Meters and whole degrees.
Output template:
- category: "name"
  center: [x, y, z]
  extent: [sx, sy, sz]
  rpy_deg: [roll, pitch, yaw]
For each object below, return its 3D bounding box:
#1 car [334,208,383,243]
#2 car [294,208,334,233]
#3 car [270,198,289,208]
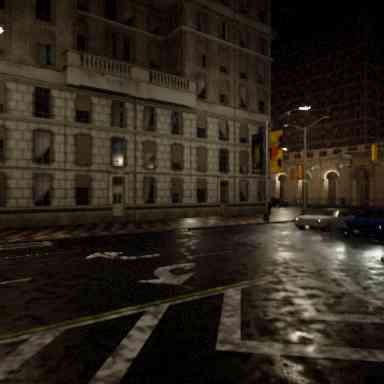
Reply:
- category: "car"
  center: [9.434, 1.527, 16.469]
  extent: [5.008, 1.535, 1.882]
  rpy_deg: [0, 0, -36]
- category: "car"
  center: [8.234, 1.654, 19.920]
  extent: [4.718, 1.301, 1.895]
  rpy_deg: [0, 0, -36]
- category: "car"
  center: [12.325, 1.593, 50.394]
  extent: [1.882, 1.535, 5.008]
  rpy_deg: [0, 0, -37]
